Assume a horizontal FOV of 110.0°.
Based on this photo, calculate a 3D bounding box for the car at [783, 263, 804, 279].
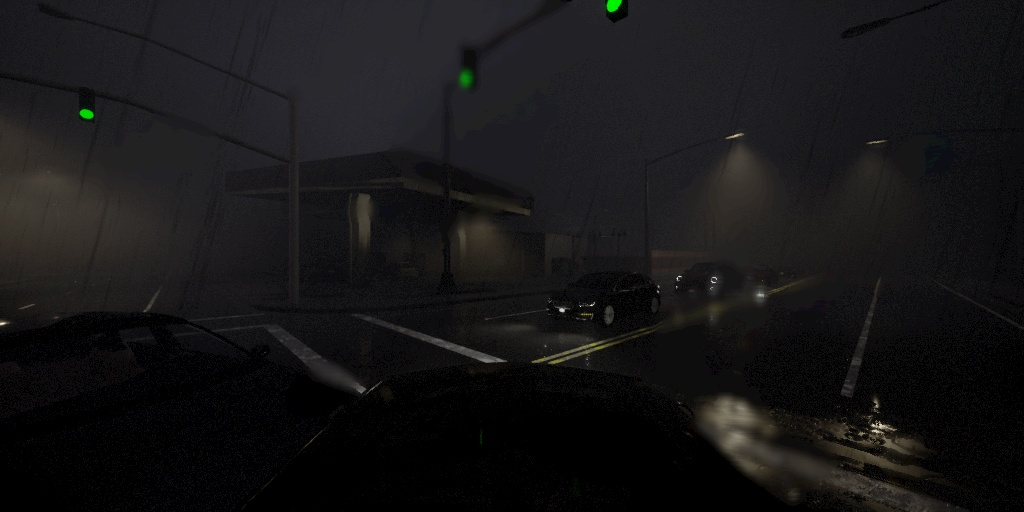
[{"bbox_3d":[24.627,1.312,32.135,4.181,1.385,1.994,0,0,-43],"label":"car"}]

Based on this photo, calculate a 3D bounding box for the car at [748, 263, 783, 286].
[{"bbox_3d":[17.188,1.314,25.089,4.181,1.385,1.994,0,0,-45],"label":"car"}]

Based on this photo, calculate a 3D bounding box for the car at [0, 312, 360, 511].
[{"bbox_3d":[-3.365,1.242,2.751,4.902,1.511,2.128,0,0,16],"label":"car"}]

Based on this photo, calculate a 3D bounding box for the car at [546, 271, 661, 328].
[{"bbox_3d":[3.129,1.255,11.632,4.892,1.490,1.837,0,0,-44],"label":"car"}]

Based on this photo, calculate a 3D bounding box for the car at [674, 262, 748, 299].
[{"bbox_3d":[10.114,1.102,18.329,4.553,1.767,2.097,0,0,-44],"label":"car"}]
